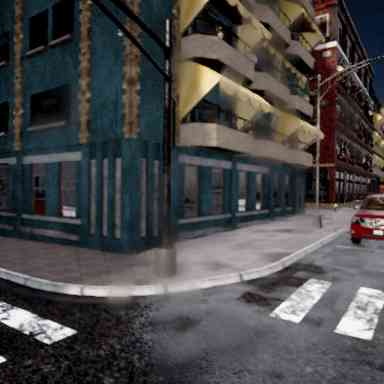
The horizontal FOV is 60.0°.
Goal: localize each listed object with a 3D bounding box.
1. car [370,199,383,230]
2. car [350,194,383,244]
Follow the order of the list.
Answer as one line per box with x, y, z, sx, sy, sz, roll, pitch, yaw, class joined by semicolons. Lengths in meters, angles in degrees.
10.985;1.172;17.938;1.887;1.381;4.507;2;2;35;car
7.787;1.024;13.373;2.192;1.841;5.009;2;2;35;car
